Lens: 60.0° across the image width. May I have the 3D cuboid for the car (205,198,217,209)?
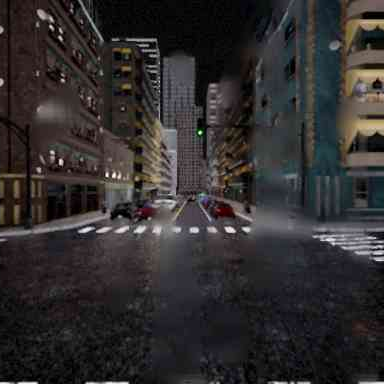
[{"bbox_3d":[2.683,1.580,33.975,1.947,1.339,4.313,0,0,0],"label":"car"}]

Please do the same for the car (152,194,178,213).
[{"bbox_3d":[-3.082,1.236,37.828,2.150,2.045,5.566,0,0,0],"label":"car"}]

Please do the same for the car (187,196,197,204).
[{"bbox_3d":[-0.002,1.518,67.914,1.882,1.535,5.008,0,0,0],"label":"car"}]

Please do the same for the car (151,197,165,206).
[{"bbox_3d":[-5.699,1.576,56.081,1.887,1.381,4.507,0,0,0],"label":"car"}]

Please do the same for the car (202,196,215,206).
[{"bbox_3d":[2.682,1.567,45.022,1.887,1.381,4.507,0,0,0],"label":"car"}]

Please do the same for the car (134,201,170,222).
[{"bbox_3d":[-3.093,1.610,26.462,1.895,1.301,4.718,0,0,0],"label":"car"}]

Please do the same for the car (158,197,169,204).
[{"bbox_3d":[-5.699,1.624,67.128,1.802,1.307,4.206,0,0,0],"label":"car"}]

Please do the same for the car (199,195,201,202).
[{"bbox_3d":[2.682,1.597,56.069,1.947,1.339,4.313,0,0,0],"label":"car"}]

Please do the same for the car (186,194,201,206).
[{"bbox_3d":[-0.003,1.524,57.491,2.128,1.511,4.902,0,0,0],"label":"car"}]

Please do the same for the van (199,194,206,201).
[{"bbox_3d":[2.679,1.402,83.687,1.690,1.788,3.998,-1,0,0],"label":"van"}]

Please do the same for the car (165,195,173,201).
[{"bbox_3d":[-5.701,1.585,83.529,1.752,1.417,4.829,0,0,0],"label":"car"}]

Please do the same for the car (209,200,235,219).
[{"bbox_3d":[2.683,1.593,28.452,1.802,1.307,4.206,0,0,0],"label":"car"}]

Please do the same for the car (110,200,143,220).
[{"bbox_3d":[-5.698,1.576,28.464,1.947,1.339,4.313,0,0,0],"label":"car"}]

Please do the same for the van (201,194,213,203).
[{"bbox_3d":[2.680,1.368,50.546,1.690,1.788,3.998,0,0,0],"label":"van"}]
